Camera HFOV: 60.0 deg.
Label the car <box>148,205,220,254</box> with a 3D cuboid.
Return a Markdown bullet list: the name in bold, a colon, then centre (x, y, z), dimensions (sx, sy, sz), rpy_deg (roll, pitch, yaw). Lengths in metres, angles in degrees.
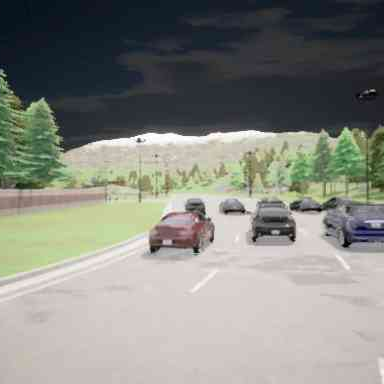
- **car**: centre (-0.281, 1.458, 13.145), dimensions (1.812, 1.442, 4.674), rpy_deg (-1, 0, 14)

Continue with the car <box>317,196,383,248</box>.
- **car**: centre (6.881, 1.169, 13.848), dimensions (2.097, 1.767, 4.553), rpy_deg (-1, 0, 10)

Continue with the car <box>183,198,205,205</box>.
- **car**: centre (0.232, 1.328, 31.577), dimensions (1.837, 1.490, 4.892), rpy_deg (-1, 0, -3)

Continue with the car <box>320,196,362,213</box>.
- **car**: centre (14.220, 1.128, 32.084), dimensions (1.812, 1.442, 4.674), rpy_deg (-1, 0, -3)

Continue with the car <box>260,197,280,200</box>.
- **car**: centre (7.248, 1.207, 31.307), dimensions (2.128, 1.511, 4.902), rpy_deg (-1, 0, -3)

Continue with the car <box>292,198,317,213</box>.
- **car**: centre (10.727, 1.222, 31.790), dimensions (1.994, 1.385, 4.181), rpy_deg (-1, 0, -3)

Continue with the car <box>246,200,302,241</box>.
- **car**: centre (3.698, 1.360, 15.802), dimensions (1.837, 1.490, 4.892), rpy_deg (0, 0, 8)

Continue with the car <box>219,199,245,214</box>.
- **car**: centre (3.727, 1.332, 31.704), dimensions (1.994, 1.385, 4.181), rpy_deg (-1, 0, -3)
